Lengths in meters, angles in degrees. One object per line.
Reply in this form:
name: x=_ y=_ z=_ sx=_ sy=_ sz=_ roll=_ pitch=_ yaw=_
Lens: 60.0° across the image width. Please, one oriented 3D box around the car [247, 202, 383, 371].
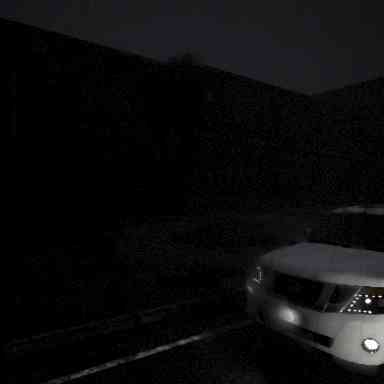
car: x=3.495 y=1.226 z=5.836 sx=5.566 sy=2.045 sz=2.150 roll=0 pitch=0 yaw=-35
